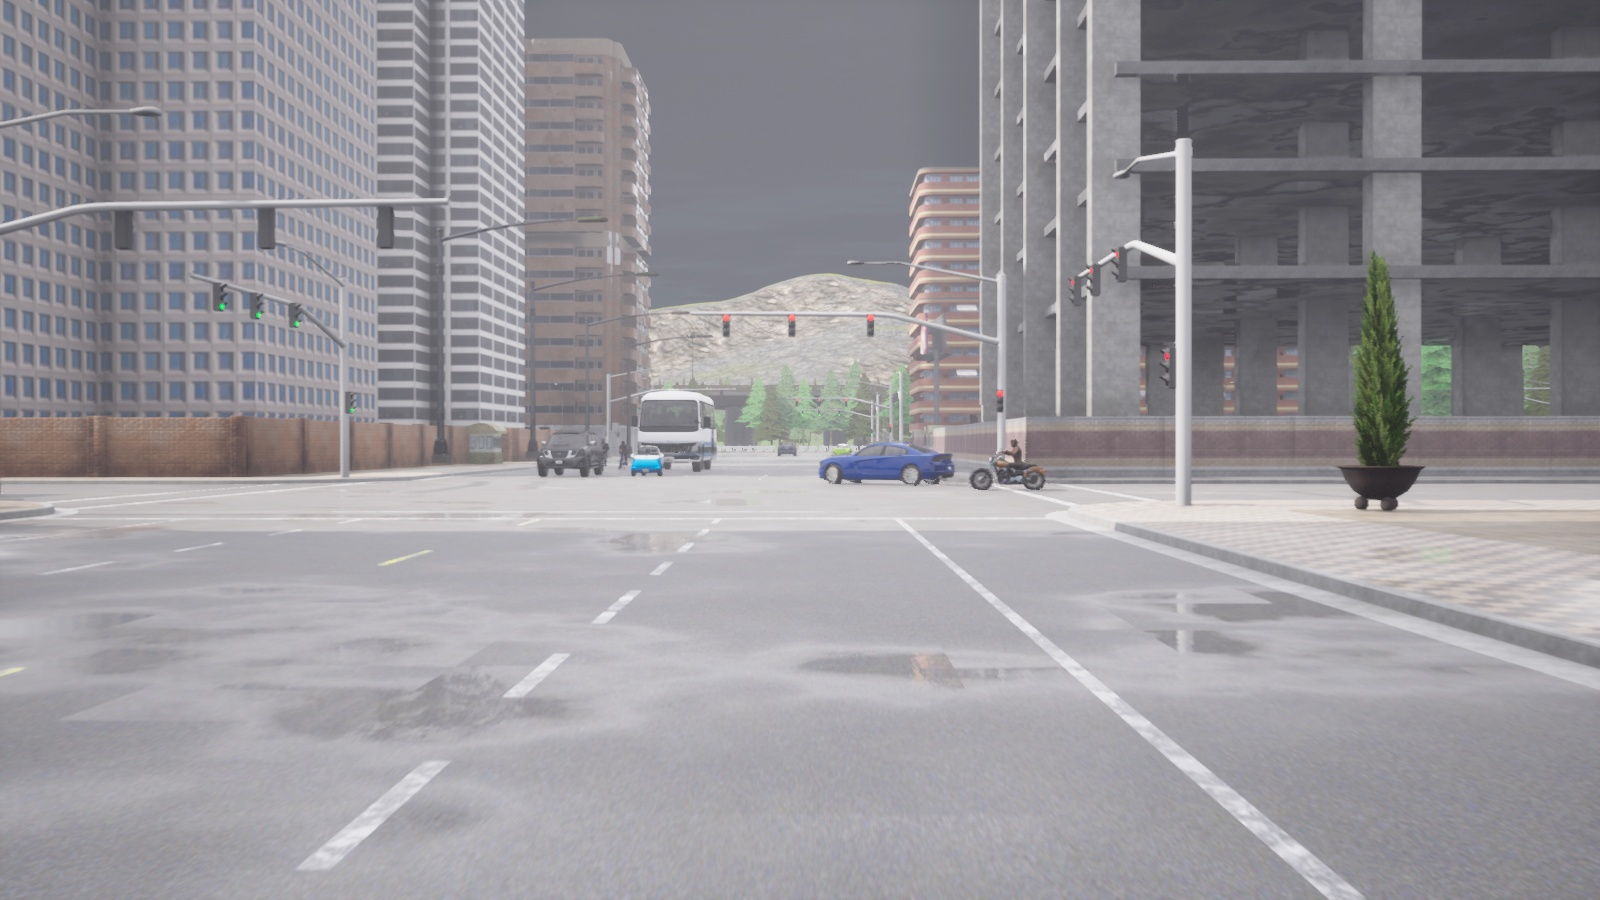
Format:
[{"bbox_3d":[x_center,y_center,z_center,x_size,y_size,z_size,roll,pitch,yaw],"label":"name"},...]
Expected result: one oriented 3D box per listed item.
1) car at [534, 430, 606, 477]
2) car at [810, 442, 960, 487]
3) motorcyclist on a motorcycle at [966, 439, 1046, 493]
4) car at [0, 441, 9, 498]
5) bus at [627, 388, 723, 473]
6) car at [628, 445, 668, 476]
[{"bbox_3d":[-10.325,0.137,56.803,2.150,2.045,5.566,0,0,1],"label":"car"},{"bbox_3d":[2.978,0.475,44.634,5.008,1.535,1.882,0,1,31],"label":"car"},{"bbox_3d":[6.352,0.483,38.872,2.350,1.649,0.766,0,0,1],"label":"motorcyclist on a motorcycle"},{"bbox_3d":[-22.833,0.512,32.229,3.806,1.475,1.970,0,0,1],"label":"car"},{"bbox_3d":[-6.590,-1.018,67.943,3.944,4.253,10.273,0,0,1],"label":"bus"},{"bbox_3d":[-6.828,0.477,56.632,1.481,1.376,2.207,0,0,1],"label":"car"}]
